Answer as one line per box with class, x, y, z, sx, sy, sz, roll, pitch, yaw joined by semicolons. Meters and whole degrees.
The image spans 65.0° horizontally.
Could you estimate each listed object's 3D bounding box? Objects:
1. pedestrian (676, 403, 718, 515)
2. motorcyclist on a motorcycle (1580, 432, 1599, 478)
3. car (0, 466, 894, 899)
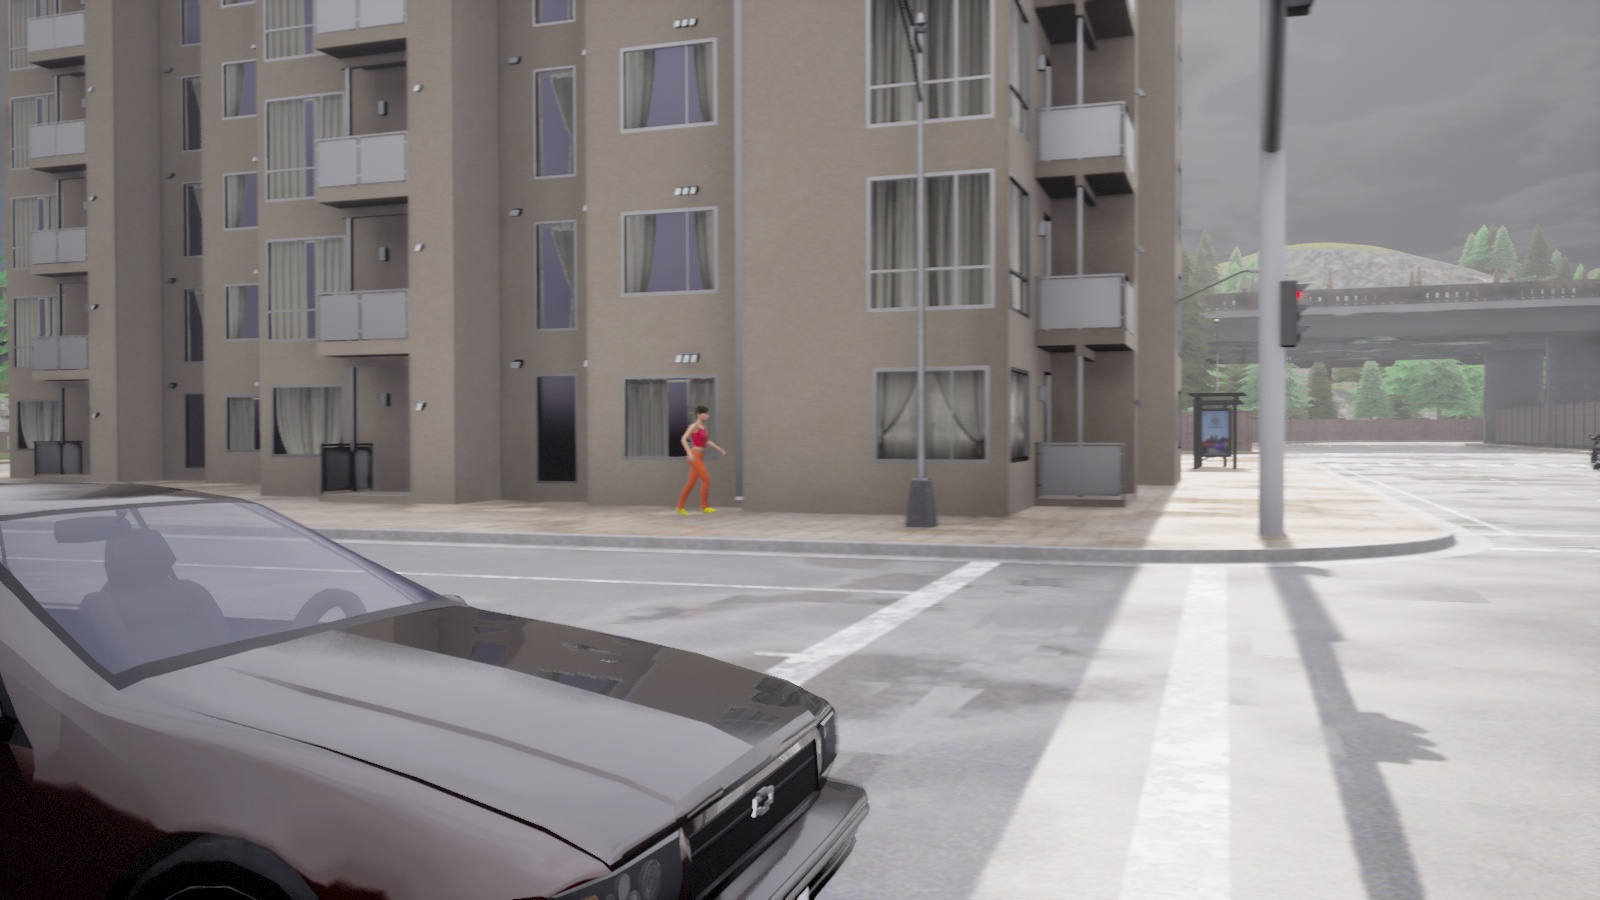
pedestrian;-1.703;0.144;20.747;0.594;1.836;0.345;1;1;18
motorcyclist on a motorcycle;29.217;0.157;45.835;0.766;1.649;2.350;1;1;19
car;-2.552;0.798;4.064;5.357;1.411;2.033;1;1;18
